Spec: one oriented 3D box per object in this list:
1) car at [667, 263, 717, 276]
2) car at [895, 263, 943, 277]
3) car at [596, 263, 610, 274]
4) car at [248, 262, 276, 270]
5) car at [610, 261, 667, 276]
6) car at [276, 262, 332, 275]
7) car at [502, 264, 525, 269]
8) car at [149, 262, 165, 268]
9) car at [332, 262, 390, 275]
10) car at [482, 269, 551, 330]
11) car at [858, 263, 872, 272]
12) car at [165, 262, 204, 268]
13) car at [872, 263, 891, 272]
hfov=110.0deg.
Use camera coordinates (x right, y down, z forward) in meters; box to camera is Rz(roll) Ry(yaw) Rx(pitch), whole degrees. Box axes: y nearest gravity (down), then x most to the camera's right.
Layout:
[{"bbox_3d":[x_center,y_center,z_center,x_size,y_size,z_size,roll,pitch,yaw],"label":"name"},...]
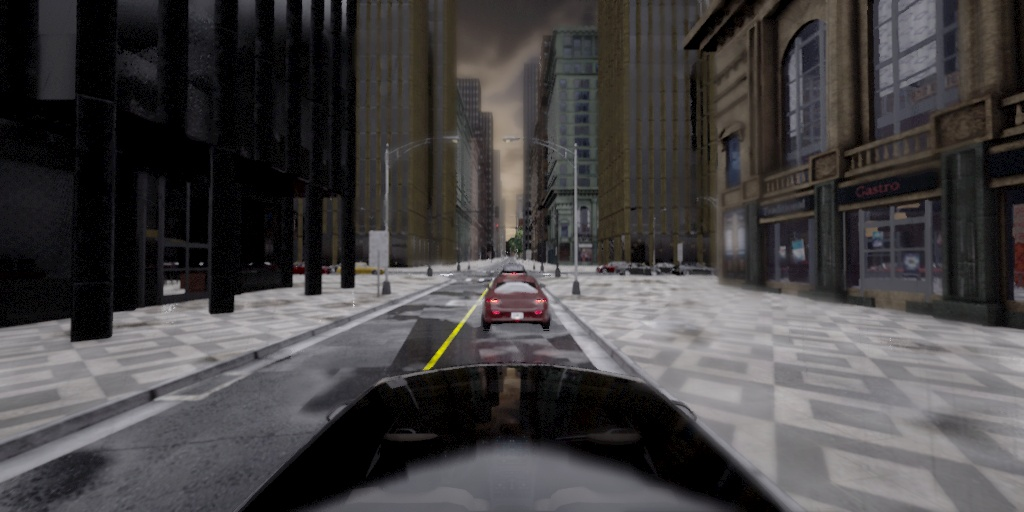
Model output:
[{"bbox_3d":[18.009,1.375,35.304,4.313,1.339,1.948,0,0,0],"label":"car"},{"bbox_3d":[40.681,1.370,35.370,4.097,1.591,1.967,0,0,0],"label":"car"},{"bbox_3d":[12.344,1.369,43.811,4.097,1.591,1.967,0,0,0],"label":"car"},{"bbox_3d":[-30.944,1.361,43.683,4.507,1.381,1.888,0,0,0],"label":"car"},{"bbox_3d":[12.339,1.339,35.287,4.403,1.370,2.007,0,0,0],"label":"car"},{"bbox_3d":[-20.050,1.240,35.192,4.507,1.381,1.888,0,0,0],"label":"car"},{"bbox_3d":[0.106,1.276,23.303,2.128,1.511,4.902,0,0,0],"label":"car"},{"bbox_3d":[-41.743,1.383,43.651,4.207,1.307,1.802,0,0,0],"label":"car"},{"bbox_3d":[-14.580,1.233,35.208,4.829,1.417,1.751,0,0,0],"label":"car"},{"bbox_3d":[0.093,1.290,11.037,1.812,1.442,4.674,0,0,-1],"label":"car"},{"bbox_3d":[40.685,1.511,43.894,4.097,1.591,1.967,0,0,0],"label":"car"},{"bbox_3d":[-30.650,1.241,35.160,4.313,1.339,1.948,0,0,0],"label":"car"},{"bbox_3d":[46.355,1.550,43.910,4.097,1.591,1.967,0,0,0],"label":"car"}]
